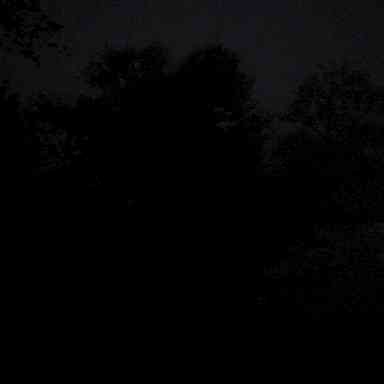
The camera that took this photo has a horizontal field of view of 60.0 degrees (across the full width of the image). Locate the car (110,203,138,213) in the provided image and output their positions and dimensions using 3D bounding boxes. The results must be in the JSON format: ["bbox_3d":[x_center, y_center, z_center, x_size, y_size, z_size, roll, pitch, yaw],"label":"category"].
[{"bbox_3d":[-11.377,2.638,54.675,4.553,1.767,2.185,-1,-1,39],"label":"car"}]

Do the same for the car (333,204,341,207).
[{"bbox_3d":[37.256,3.736,84.041,4.674,1.442,1.812,-1,-3,43],"label":"car"}]

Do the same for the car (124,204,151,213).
[{"bbox_3d":[-9.441,2.814,57.186,4.674,1.452,2.002,-1,-1,38],"label":"car"}]
